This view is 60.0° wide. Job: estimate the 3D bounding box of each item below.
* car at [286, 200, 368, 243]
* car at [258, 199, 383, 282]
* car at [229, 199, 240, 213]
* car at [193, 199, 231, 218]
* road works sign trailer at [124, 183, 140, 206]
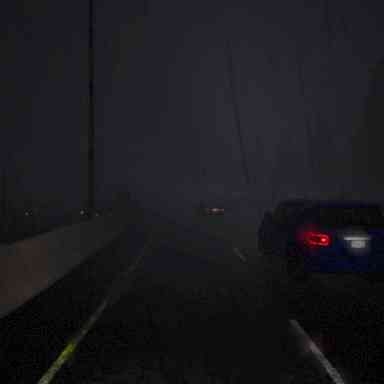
[{"bbox_3d":[6.634,1.345,17.032,2.097,1.767,4.553,0,0,-4],"label":"car"},{"bbox_3d":[3.538,1.218,9.870,2.150,2.045,5.566,0,0,-1],"label":"car"},{"bbox_3d":[3.616,1.477,35.797,2.128,1.511,4.902,0,0,-13],"label":"car"},{"bbox_3d":[1.444,1.536,29.761,2.033,1.411,5.357,0,0,-11],"label":"car"},{"bbox_3d":[-9.754,0.444,53.061,2.380,3.560,2.880,0,0,-28],"label":"road works sign trailer"}]
